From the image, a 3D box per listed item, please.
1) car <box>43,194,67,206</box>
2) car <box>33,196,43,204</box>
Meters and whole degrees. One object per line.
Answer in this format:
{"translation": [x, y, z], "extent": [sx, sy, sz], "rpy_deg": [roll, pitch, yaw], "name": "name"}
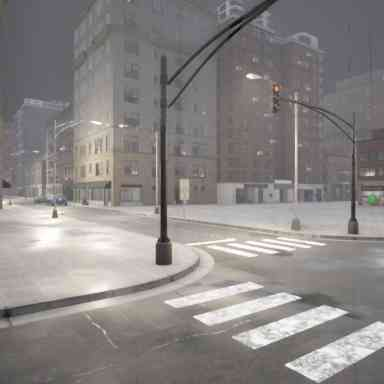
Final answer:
{"translation": [-19.661, 1.119, 48.181], "extent": [2.097, 1.767, 4.553], "rpy_deg": [0, 0, -36], "name": "car"}
{"translation": [-25.456, 1.287, 56.294], "extent": [1.994, 1.385, 4.181], "rpy_deg": [0, 0, -36], "name": "car"}
